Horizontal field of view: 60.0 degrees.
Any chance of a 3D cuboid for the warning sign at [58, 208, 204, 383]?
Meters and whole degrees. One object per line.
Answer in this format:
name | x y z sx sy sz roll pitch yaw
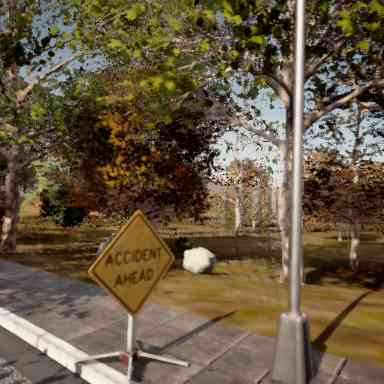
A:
warning sign | -0.711 1.151 4.053 1.060 1.860 1.300 2 -1 41
